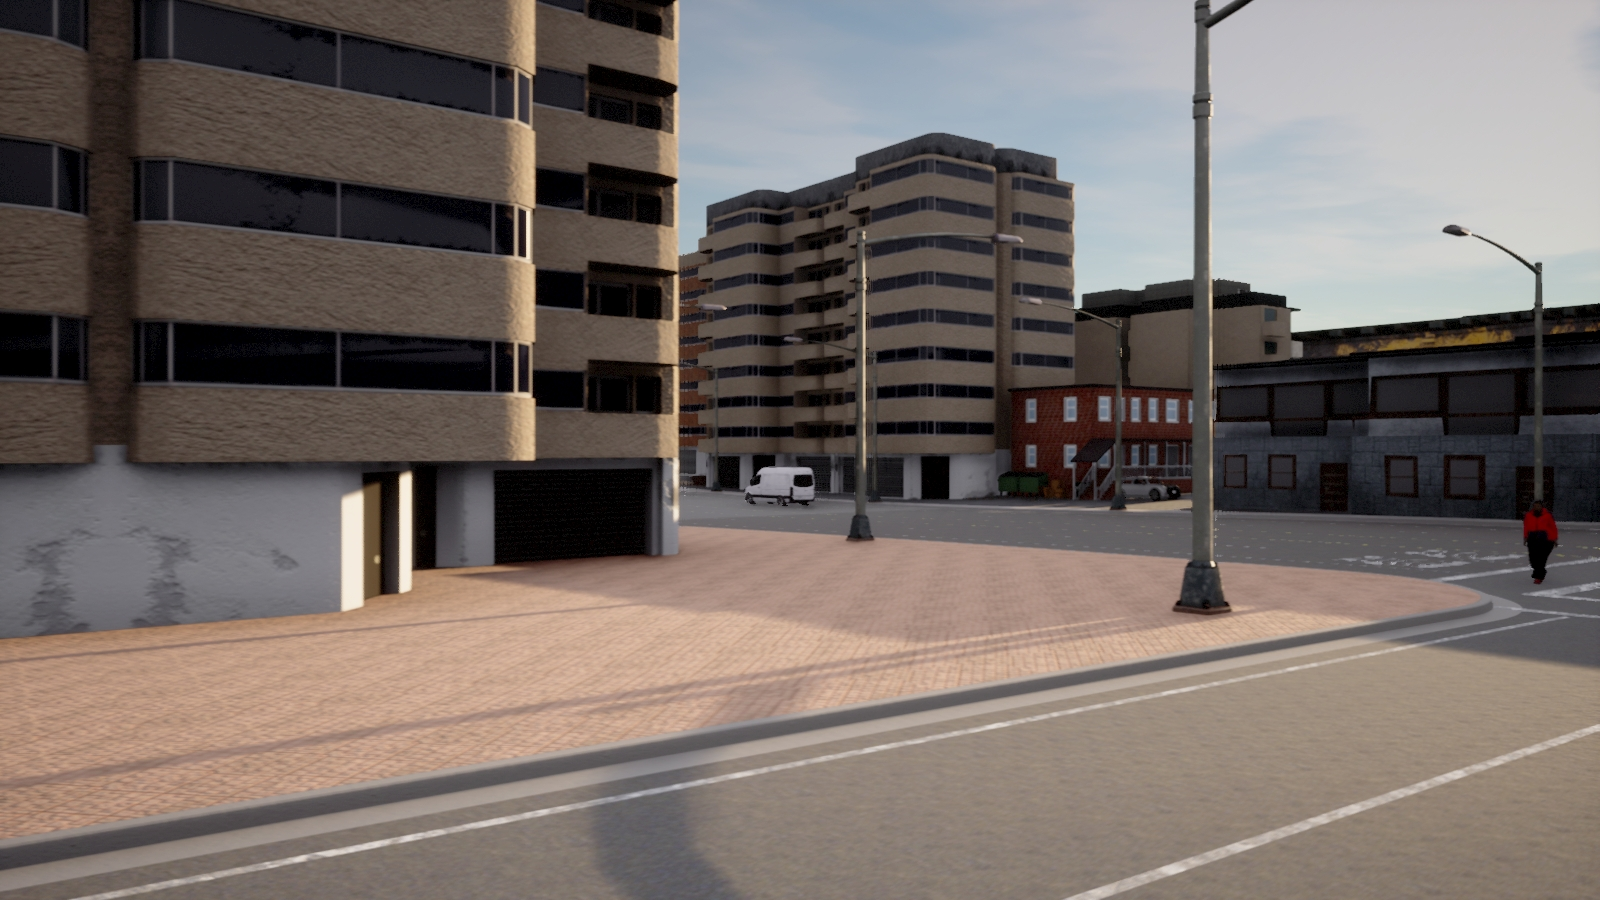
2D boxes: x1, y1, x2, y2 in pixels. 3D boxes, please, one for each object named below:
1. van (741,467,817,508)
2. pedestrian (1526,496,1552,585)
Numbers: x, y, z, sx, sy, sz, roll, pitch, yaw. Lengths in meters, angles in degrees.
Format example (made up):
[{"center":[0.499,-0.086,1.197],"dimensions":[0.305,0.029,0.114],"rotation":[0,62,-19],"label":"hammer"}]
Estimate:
[{"center":[-1.472,2.425,75.983],"dimensions":[1.988,2.561,5.915],"rotation":[0,0,-36],"label":"van"},{"center":[15.705,1.909,24.293],"dimensions":[0.375,1.860,0.375],"rotation":[0,0,-42],"label":"pedestrian"}]
